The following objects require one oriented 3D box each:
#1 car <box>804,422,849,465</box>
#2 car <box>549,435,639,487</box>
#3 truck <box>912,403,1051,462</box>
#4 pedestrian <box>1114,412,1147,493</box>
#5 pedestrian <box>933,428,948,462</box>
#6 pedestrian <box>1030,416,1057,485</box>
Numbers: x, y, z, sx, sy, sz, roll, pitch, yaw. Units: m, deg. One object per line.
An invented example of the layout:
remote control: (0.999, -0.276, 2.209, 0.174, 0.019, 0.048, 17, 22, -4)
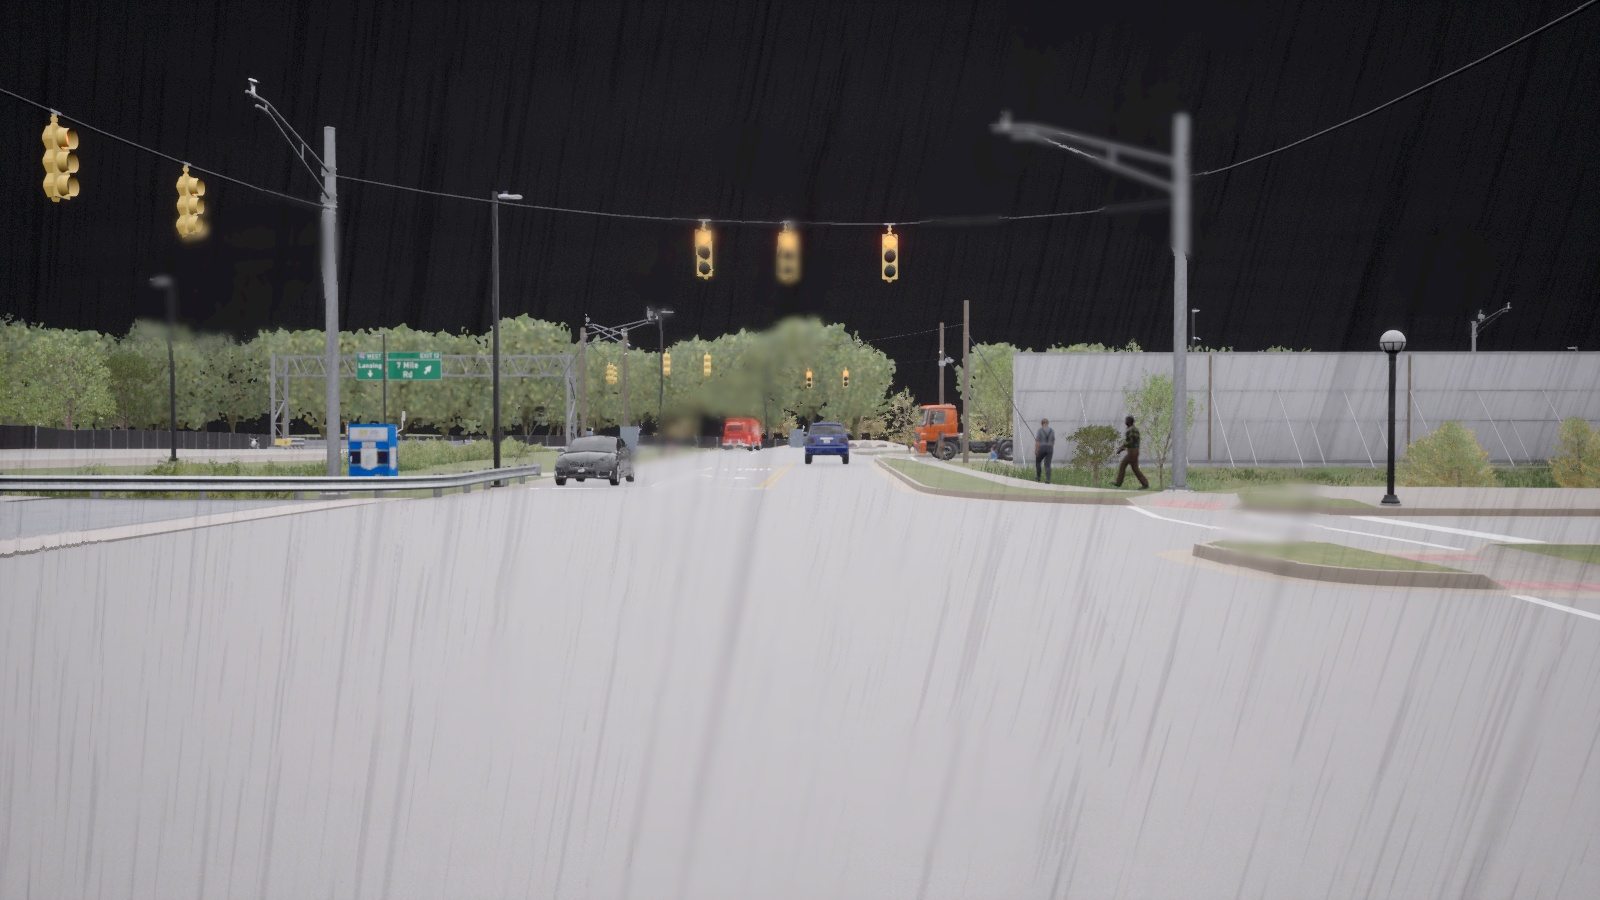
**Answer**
car: (1.359, -0.350, 62.967, 2.150, 2.045, 5.566, 0, 1, 2)
car: (-6.252, 0.292, 38.694, 1.837, 1.490, 4.892, 0, 1, 2)
truck: (11.121, -1.089, 77.375, 7.936, 3.462, 2.891, 1, 2, -4)
pedestrian: (8.000, 0.057, 30.396, 0.692, 1.930, 0.395, 1, 2, 31)
pedestrian: (7.729, -0.295, 68.897, 0.694, 1.848, 0.540, 1, 2, 22)
pedestrian: (6.614, 0.009, 34.103, 0.540, 1.848, 0.694, 0, 2, -5)
